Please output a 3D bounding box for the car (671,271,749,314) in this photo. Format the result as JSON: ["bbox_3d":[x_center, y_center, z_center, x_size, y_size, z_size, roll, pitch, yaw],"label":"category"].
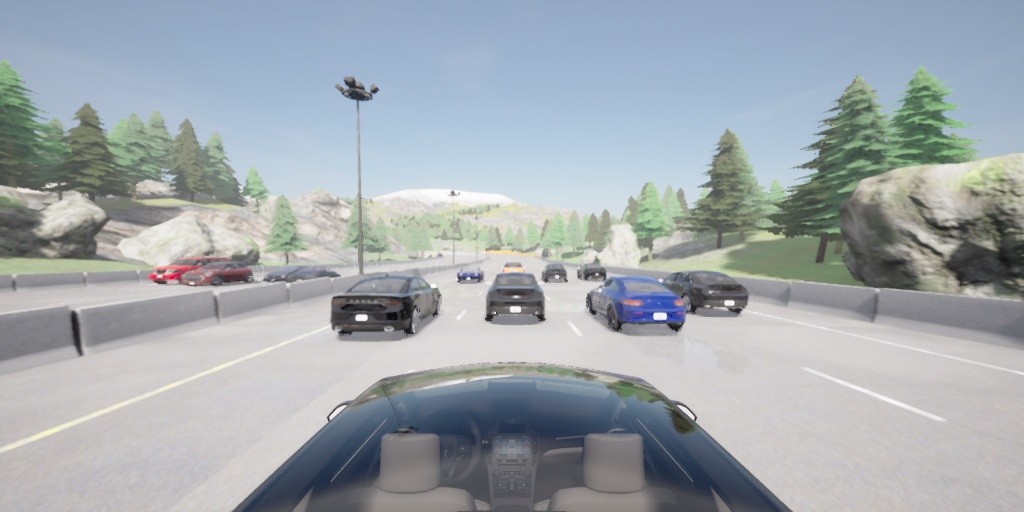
[{"bbox_3d":[7.104,1.310,14.133,1.837,1.490,4.892,0,-1,0],"label":"car"}]

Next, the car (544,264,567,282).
[{"bbox_3d":[3.611,1.417,31.108,1.837,1.490,4.892,0,0,0],"label":"car"}]

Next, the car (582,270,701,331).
[{"bbox_3d":[3.602,1.312,11.017,1.812,1.442,4.674,0,0,0],"label":"car"}]

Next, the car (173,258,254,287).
[{"bbox_3d":[-21.045,1.216,25.839,2.097,1.767,4.553,0,0,0],"label":"car"}]

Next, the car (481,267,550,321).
[{"bbox_3d":[0.103,1.298,12.679,1.837,1.490,4.892,0,0,0],"label":"car"}]

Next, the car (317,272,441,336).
[{"bbox_3d":[-3.398,1.257,10.581,1.882,1.535,5.008,0,0,0],"label":"car"}]

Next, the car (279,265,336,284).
[{"bbox_3d":[-14.047,1.431,25.563,1.994,1.385,4.181,0,0,0],"label":"car"}]

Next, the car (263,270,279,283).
[{"bbox_3d":[-17.513,1.434,29.031,2.033,1.411,5.357,0,0,1],"label":"car"}]

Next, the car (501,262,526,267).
[{"bbox_3d":[0.110,1.256,30.141,2.097,1.767,4.553,0,0,0],"label":"car"}]

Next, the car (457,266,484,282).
[{"bbox_3d":[-3.390,1.503,30.245,1.895,1.301,4.718,0,0,0],"label":"car"}]

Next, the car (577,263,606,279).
[{"bbox_3d":[7.111,1.400,32.422,1.882,1.535,5.008,0,0,0],"label":"car"}]

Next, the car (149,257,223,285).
[{"bbox_3d":[-24.527,1.097,27.757,2.150,2.045,5.566,0,-1,1],"label":"car"}]
